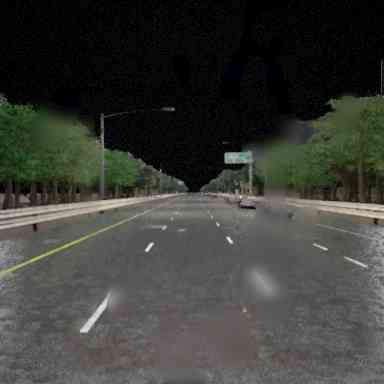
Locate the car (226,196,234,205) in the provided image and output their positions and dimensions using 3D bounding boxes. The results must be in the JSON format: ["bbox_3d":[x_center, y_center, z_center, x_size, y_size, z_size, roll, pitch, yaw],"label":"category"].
[{"bbox_3d":[7.199,1.478,60.001,2.128,1.511,4.902,0,0,0],"label":"car"}]

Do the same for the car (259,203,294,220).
[{"bbox_3d":[7.046,1.601,28.256,1.895,1.301,4.718,0,0,0],"label":"car"}]

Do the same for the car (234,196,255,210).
[{"bbox_3d":[7.109,1.565,44.076,1.994,1.385,4.181,0,0,0],"label":"car"}]
